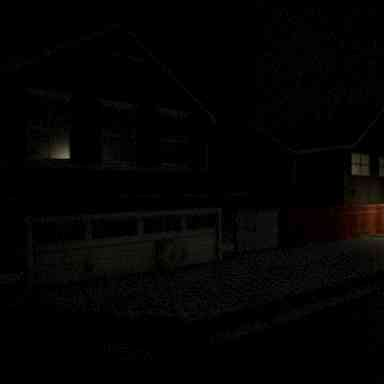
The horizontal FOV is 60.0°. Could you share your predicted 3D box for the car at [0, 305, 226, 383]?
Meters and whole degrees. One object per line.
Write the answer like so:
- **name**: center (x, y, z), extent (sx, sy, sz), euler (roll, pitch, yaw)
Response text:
- **car**: center (-1.811, 1.521, 1.715), extent (4.674, 1.442, 1.812), euler (1, 0, -36)
